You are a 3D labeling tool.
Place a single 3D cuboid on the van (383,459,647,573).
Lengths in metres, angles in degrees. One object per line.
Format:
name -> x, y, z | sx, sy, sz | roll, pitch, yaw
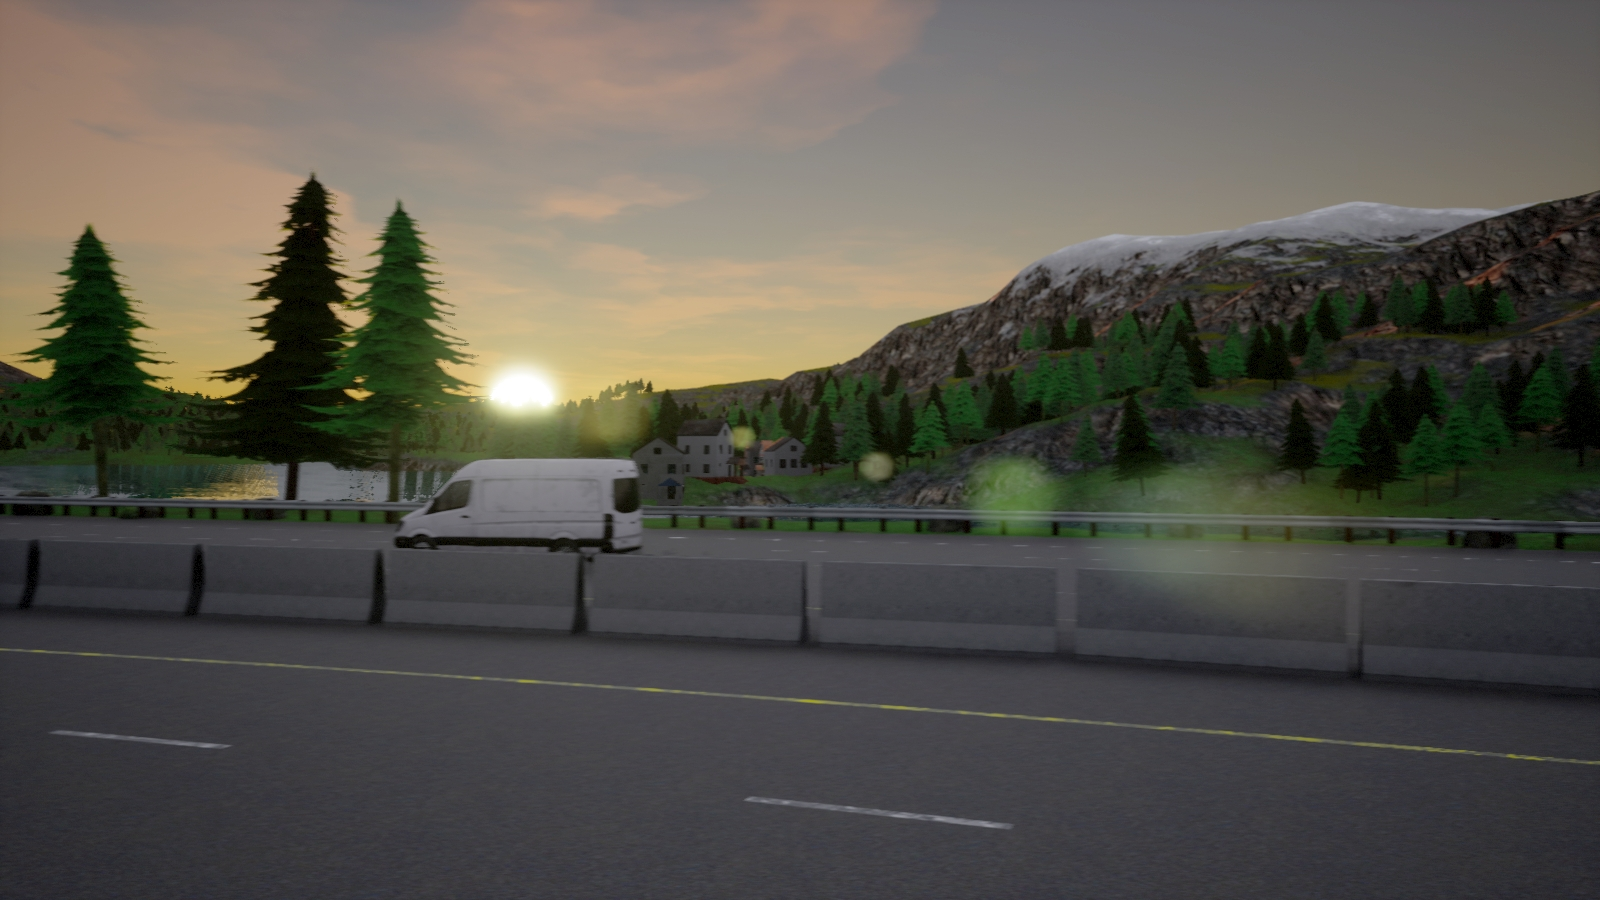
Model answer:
van -> -6.813, 1.493, 27.403 | 5.915, 2.561, 1.988 | 0, 0, 14
